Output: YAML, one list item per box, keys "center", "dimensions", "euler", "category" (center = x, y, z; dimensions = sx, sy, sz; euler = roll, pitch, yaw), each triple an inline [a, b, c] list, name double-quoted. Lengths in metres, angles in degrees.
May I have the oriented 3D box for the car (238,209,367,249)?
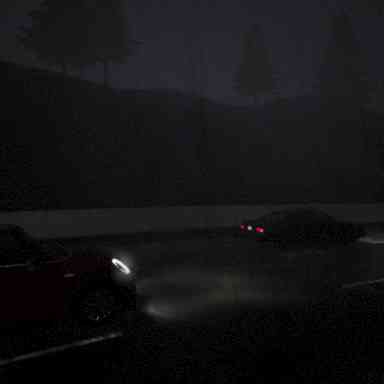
- center: [4.573, 1.432, 13.731]
  dimensions: [5.357, 1.411, 2.033]
  euler: [0, 0, -21]
  category: "car"

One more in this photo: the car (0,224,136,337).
- center: [-3.231, 1.309, 5.410]
  dimensions: [4.553, 1.767, 2.097]
  euler: [0, 1, -35]
  category: "car"
